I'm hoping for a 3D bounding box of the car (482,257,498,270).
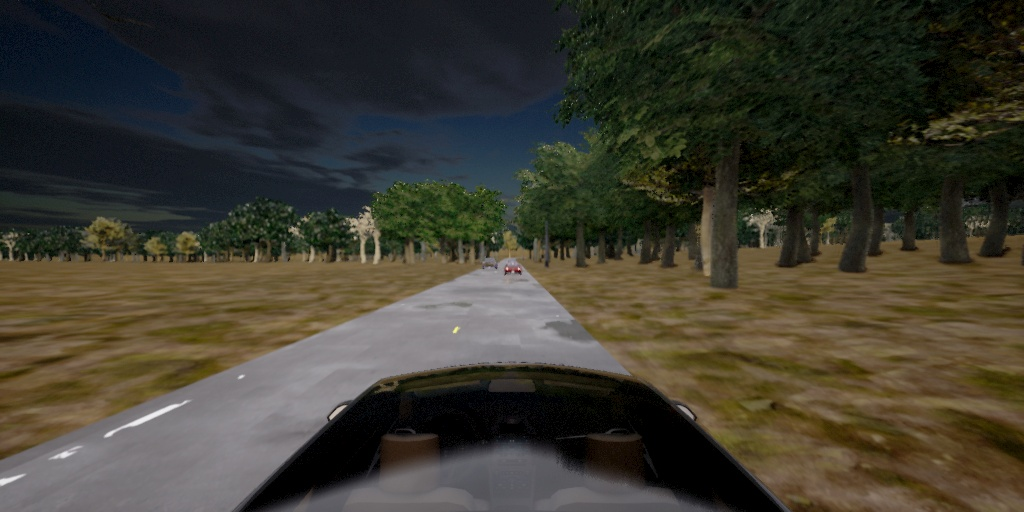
[{"bbox_3d":[-2.991,0.912,49.326,2.097,1.767,4.553,0,0,0],"label":"car"}]

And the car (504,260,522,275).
[{"bbox_3d":[0.107,1.359,39.380,1.895,1.301,4.718,0,0,0],"label":"car"}]
